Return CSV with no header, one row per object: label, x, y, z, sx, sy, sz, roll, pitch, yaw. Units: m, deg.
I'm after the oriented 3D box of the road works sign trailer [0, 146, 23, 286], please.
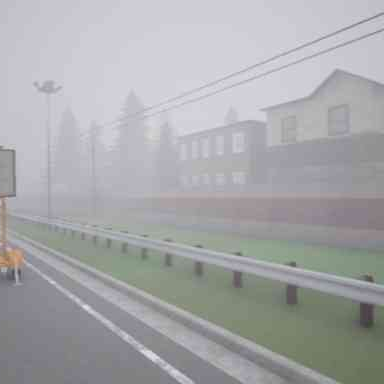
road works sign trailer,-5.967,0.548,8.719,2.380,3.560,2.880,-1,0,-38
